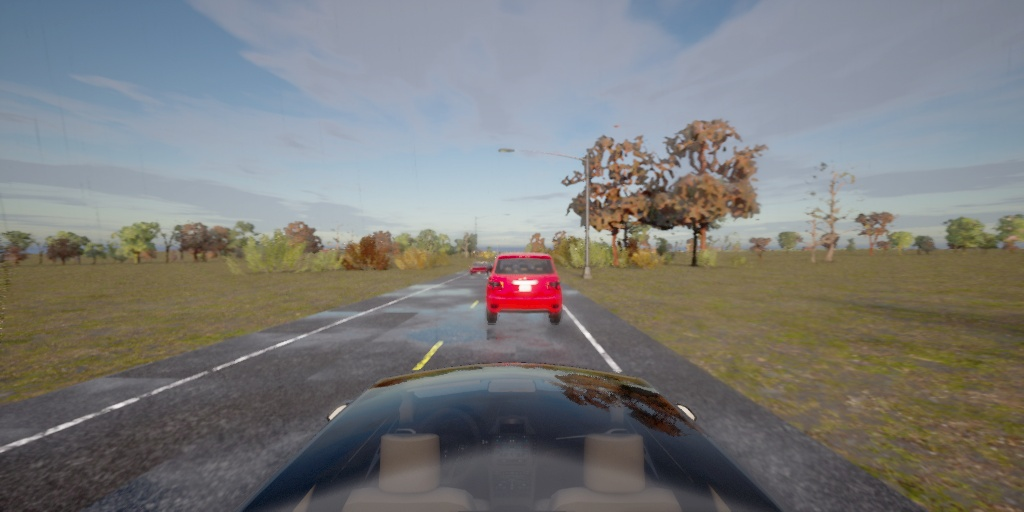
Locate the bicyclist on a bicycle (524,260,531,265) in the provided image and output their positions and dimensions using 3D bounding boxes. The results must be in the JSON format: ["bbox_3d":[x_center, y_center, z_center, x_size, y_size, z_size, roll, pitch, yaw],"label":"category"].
[{"bbox_3d":[1.645,0.989,36.342,0.659,1.776,1.843,0,0,1],"label":"bicyclist on a bicycle"}]

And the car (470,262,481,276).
[{"bbox_3d":[-2.948,1.220,34.757,1.895,1.301,4.718,0,0,1],"label":"car"}]

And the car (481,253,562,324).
[{"bbox_3d":[0.318,0.930,12.019,2.150,2.045,5.566,0,0,0],"label":"car"}]
